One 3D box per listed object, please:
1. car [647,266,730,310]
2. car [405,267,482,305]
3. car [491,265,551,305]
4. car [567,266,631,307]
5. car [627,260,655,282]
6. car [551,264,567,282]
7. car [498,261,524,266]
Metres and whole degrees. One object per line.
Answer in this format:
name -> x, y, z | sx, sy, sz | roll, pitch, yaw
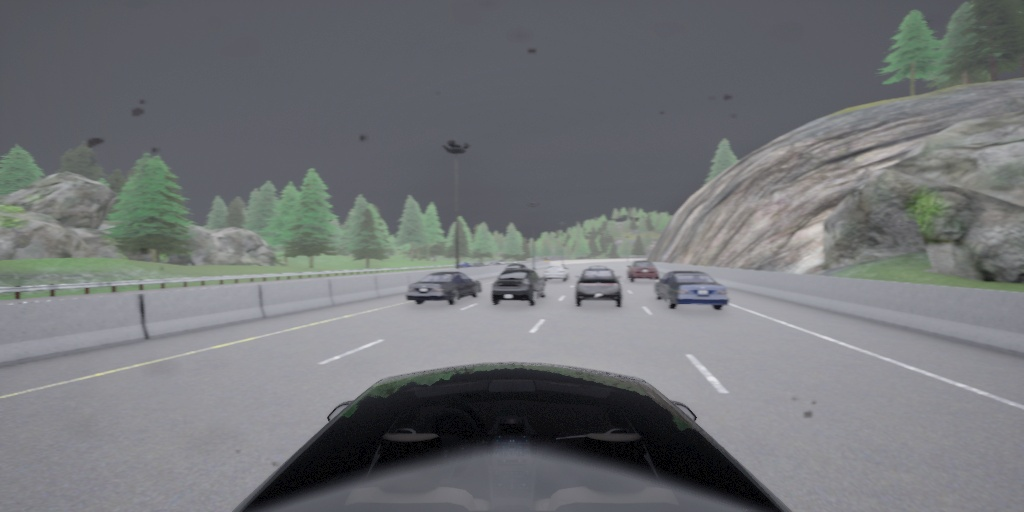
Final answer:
car -> 7.155, 1.301, 14.791 | 2.033, 1.411, 5.357 | -1, 0, 13
car -> -3.058, 1.453, 17.226 | 2.033, 1.411, 5.357 | -1, 0, 13
car -> 0.423, 1.364, 16.723 | 1.837, 1.490, 4.892 | -1, 0, 14
car -> 3.824, 1.298, 15.900 | 2.128, 1.511, 4.902 | -1, 0, 14
car -> 10.655, 1.167, 29.472 | 2.097, 1.767, 4.553 | -1, -1, 13
car -> 3.918, 1.445, 31.377 | 1.812, 1.442, 4.674 | -1, 0, 14
car -> 0.497, 1.477, 32.122 | 1.837, 1.490, 4.892 | -1, 0, 14
